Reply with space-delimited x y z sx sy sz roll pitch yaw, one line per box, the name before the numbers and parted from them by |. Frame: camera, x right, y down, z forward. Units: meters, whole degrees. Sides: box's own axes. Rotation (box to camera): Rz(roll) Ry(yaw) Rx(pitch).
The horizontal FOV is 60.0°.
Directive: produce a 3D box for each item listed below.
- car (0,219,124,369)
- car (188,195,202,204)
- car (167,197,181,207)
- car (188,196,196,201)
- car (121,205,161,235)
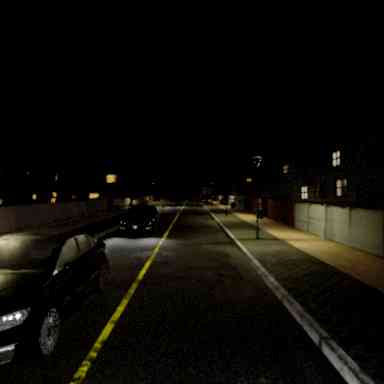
car | -2.854 1.500 6.038 2.128 1.511 4.902 0 0 -1
car | 0.865 1.388 67.533 2.097 1.767 4.553 -3 -1 0
car | -2.855 1.592 53.249 1.812 1.442 4.674 0 0 0
car | -0.073 1.620 85.299 1.895 1.301 4.718 0 0 0
car | -2.834 1.529 19.049 1.837 1.490 4.892 0 0 0
